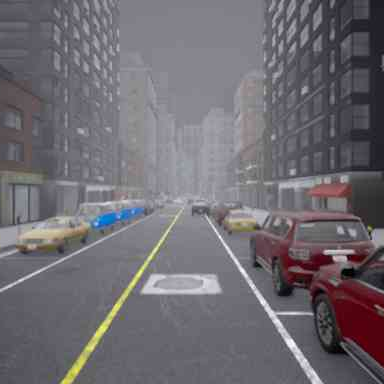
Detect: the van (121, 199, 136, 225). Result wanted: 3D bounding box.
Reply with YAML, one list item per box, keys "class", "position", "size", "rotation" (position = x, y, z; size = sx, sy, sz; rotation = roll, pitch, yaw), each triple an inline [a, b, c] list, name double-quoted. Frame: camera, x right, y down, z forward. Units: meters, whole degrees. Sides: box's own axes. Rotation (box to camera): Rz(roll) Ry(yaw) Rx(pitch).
- class: "van"
  position: [-5.685, 1.573, 25.558]
  size: [1.690, 1.788, 3.998]
  rotation: [-1, -1, 0]

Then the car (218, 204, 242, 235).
- class: "car"
  position: [2.848, 1.709, 20.142]
  size: [1.752, 1.417, 4.829]
  rotation: [-1, -1, 0]

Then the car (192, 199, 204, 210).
- class: "car"
  position: [0.887, 1.924, 53.146]
  size: [1.801, 1.575, 5.366]
  rotation: [0, 0, 0]

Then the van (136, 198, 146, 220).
- class: "van"
  position: [-5.686, 1.621, 31.143]
  size: [1.690, 1.788, 3.998]
  rotation: [-1, -1, 0]

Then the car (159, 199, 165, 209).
- class: "car"
  position: [-5.690, 1.912, 53.484]
  size: [1.967, 1.590, 4.097]
  rotation: [-1, 0, 0]

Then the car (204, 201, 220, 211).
- class: "car"
  position: [2.848, 1.990, 47.900]
  size: [1.947, 1.339, 4.313]
  rotation: [-1, 0, 0]

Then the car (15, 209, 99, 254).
- class: "car"
  position: [-5.680, 1.656, 14.214]
  size: [1.752, 1.417, 4.829]
  rotation: [-1, -1, 0]

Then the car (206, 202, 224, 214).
- class: "car"
  position: [2.848, 1.943, 42.314]
  size: [1.947, 1.339, 4.313]
  rotation: [-1, 0, 0]

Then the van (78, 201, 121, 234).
- class: "van"
  position: [-5.684, 1.523, 19.971]
  size: [1.690, 1.788, 3.998]
  rotation: [-1, -1, 0]

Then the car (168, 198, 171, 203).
- class: "car"
  position: [-5.697, 2.287, 86.997]
  size: [1.887, 1.381, 4.507]
  rotation: [-1, 0, 0]

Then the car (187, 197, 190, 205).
- class: "car"
  position: [-0.017, 2.005, 72.496]
  size: [1.837, 1.490, 4.892]
  rotation: [0, 0, 0]

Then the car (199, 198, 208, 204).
- class: "car"
  position: [2.849, 2.265, 81.414]
  size: [1.947, 1.339, 4.313]
  rotation: [-1, 0, 0]

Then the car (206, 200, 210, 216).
- class: "car"
  position: [2.848, 1.856, 36.899]
  size: [1.752, 1.417, 4.829]
  rotation: [-1, 0, 0]

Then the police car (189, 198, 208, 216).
- class: "police car"
  position: [0.891, 1.757, 37.066]
  size: [1.930, 1.638, 5.238]
  rotation: [0, 0, 0]

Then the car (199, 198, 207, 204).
- class: "car"
  position: [2.849, 2.325, 86.999]
  size: [1.802, 1.307, 4.206]
  rotation: [-1, 0, 0]

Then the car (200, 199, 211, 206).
- class: "car"
  position: [2.849, 2.161, 70.242]
  size: [2.008, 1.369, 4.403]
  rotation: [-1, 0, 0]

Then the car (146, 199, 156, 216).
- class: "car"
  position: [-5.688, 1.644, 36.729]
  size: [2.192, 1.841, 5.009]
  rotation: [-1, 0, 0]

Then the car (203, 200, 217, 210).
- class: "car"
  position: [2.849, 2.023, 53.485]
  size: [2.008, 1.369, 4.403]
  rotation: [-1, 0, 0]

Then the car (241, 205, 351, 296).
- class: "car"
  position: [2.846, 1.397, 8.802]
  size: [2.192, 1.841, 5.009]
  rotation: [-1, -1, 0]

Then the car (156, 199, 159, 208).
- class: "car"
  position: [-5.688, 1.816, 42.313]
  size: [1.967, 1.590, 4.097]
  rotation: [-1, 0, 0]

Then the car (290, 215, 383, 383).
- class: "car"
  position: [2.846, 1.346, 3.216]
  size: [2.192, 1.841, 5.009]
  rotation: [-1, -1, 0]

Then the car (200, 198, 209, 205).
- class: "car"
  position: [2.848, 2.182, 75.998]
  size: [1.752, 1.417, 4.829]
  rotation: [-1, 0, 0]

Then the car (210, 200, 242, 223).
- class: "car"
  position: [2.846, 1.547, 25.559]
  size: [2.192, 1.841, 5.009]
  rotation: [-1, -1, 0]

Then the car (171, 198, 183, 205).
- class: "car"
  position: [-3.017, 2.146, 71.794]
  size: [1.812, 1.442, 4.674]
  rotation: [0, 0, 0]

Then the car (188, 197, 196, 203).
- class: "car"
  position: [-0.021, 2.092, 87.603]
  size: [1.882, 1.535, 5.008]
  rotation: [0, 0, 0]
